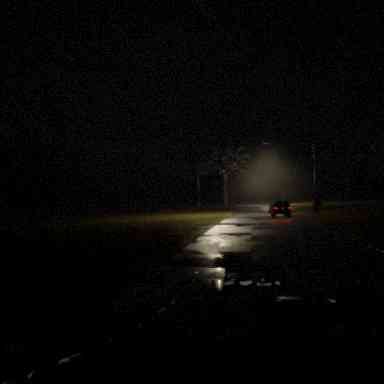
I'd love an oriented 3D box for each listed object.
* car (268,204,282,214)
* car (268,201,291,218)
[{"bbox_3d":[13.060,2.628,52.332,1.812,1.442,4.674,-2,-1,10],"label":"car"},{"bbox_3d":[11.153,2.127,41.822,2.150,2.045,5.566,-2,-1,10],"label":"car"}]
